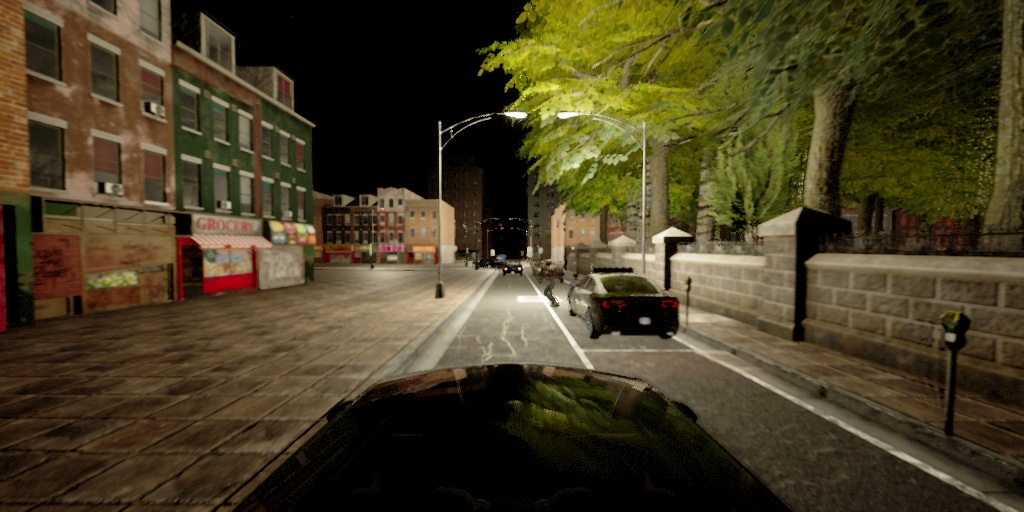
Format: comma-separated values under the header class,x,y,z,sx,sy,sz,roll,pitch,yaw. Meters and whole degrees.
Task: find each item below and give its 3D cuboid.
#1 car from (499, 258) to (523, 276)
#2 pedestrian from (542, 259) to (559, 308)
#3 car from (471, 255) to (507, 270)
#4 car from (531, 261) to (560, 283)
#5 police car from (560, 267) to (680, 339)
class,x,y,z,sx,sy,sz,roll,pitch,yaw
car,0.083,1.151,33.391,1.895,1.301,4.718,0,0,0
pedestrian,1.380,0.964,12.992,0.375,1.860,0.375,-1,2,0
car,-3.250,0.996,46.564,4.892,1.490,1.837,2,1,44
car,2.640,1.144,25.453,2.007,1.370,4.403,0,0,0
police car,2.751,1.116,10.001,1.930,1.638,5.238,0,0,0
